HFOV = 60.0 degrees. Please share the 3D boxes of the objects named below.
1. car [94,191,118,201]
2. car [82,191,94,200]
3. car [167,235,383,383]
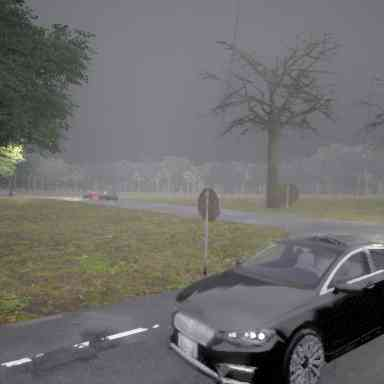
[{"bbox_3d":[-13.481,0.658,53.485,2.128,1.511,4.902,2,-1,-35],"label":"car"},{"bbox_3d":[-18.243,0.610,60.042,1.882,1.535,5.008,2,-1,-36],"label":"car"},{"bbox_3d":[1.945,1.502,5.249,4.902,1.511,2.128,0,0,-35],"label":"car"}]
